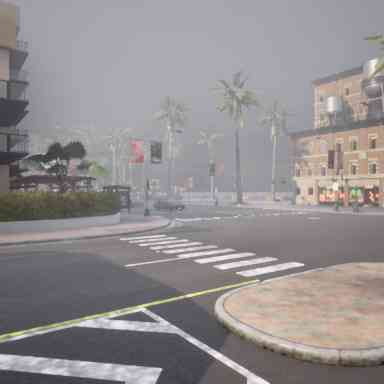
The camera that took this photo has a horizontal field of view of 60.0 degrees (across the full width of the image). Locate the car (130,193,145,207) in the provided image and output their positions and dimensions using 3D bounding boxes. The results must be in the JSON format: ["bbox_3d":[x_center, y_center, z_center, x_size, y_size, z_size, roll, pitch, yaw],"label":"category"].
[{"bbox_3d":[-8.818,1.351,49.650,2.097,1.767,4.553,0,0,-35],"label":"car"}]

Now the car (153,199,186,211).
[{"bbox_3d":[-2.949,1.547,41.273,2.033,1.411,5.357,0,0,-35],"label":"car"}]

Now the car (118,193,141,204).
[{"bbox_3d":[-12.673,1.221,67.347,2.150,2.045,5.566,0,0,-38],"label":"car"}]
